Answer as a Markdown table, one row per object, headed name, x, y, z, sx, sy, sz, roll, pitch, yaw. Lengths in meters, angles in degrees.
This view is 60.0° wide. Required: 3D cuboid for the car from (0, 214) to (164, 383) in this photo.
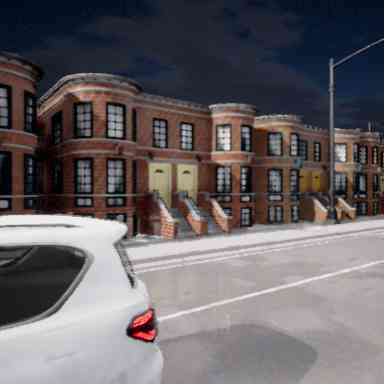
| name | x | y | z | sx | sy | sz | roll | pitch | yaw |
| --- | --- | --- | --- | --- | --- | --- | --- | --- | --- |
| car | -2.841 | 1.230 | 1.965 | 5.566 | 2.045 | 2.150 | 0 | 0 | -35 |
